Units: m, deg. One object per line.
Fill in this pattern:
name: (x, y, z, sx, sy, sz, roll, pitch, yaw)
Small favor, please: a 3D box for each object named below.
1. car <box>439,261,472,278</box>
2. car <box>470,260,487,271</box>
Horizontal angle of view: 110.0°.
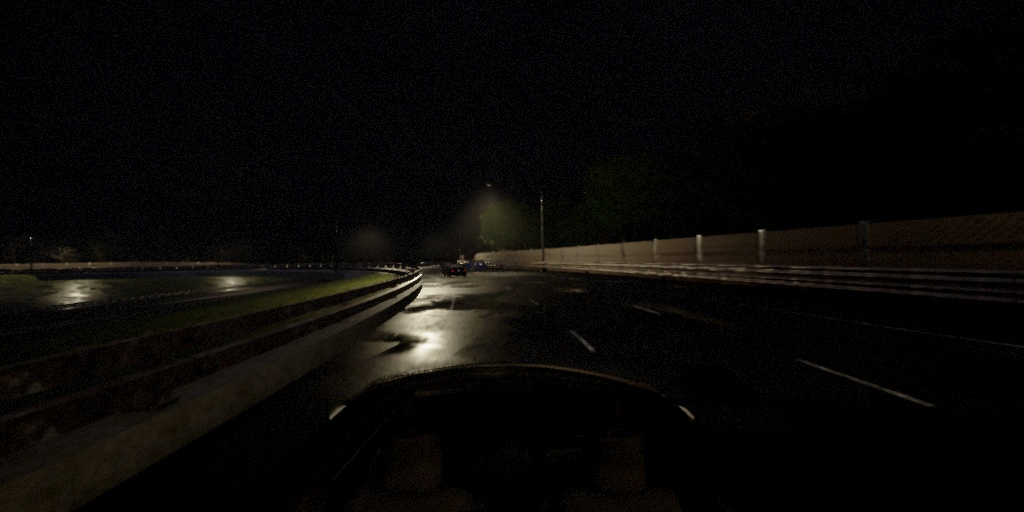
car: (-6.125, 1.498, 37.710, 2.033, 1.411, 5.357, -1, 0, -21)
car: (-5.386, 1.319, 52.987, 2.097, 1.767, 4.553, -1, 0, -26)
